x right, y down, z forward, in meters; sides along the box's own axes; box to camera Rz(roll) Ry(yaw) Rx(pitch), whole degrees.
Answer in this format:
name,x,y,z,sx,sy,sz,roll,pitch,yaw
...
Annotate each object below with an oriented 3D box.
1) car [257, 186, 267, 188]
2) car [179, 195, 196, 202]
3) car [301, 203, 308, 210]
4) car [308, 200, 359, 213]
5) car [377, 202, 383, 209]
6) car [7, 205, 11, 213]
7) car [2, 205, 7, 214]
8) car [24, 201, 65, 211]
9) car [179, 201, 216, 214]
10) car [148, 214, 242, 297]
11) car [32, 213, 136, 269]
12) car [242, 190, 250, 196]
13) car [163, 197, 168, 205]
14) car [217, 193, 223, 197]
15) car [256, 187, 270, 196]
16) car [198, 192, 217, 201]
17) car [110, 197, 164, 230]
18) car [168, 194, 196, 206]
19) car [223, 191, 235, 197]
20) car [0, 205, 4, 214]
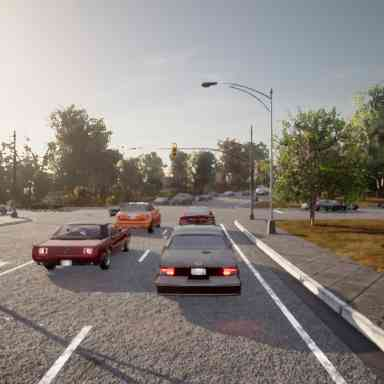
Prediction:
name,x,y,z,sx,sy,sz,roll,pitch,yaw
car,20.017,-0.763,93.188,2.150,2.045,5.566,0,3,38
car,-0.862,1.393,69.974,1.895,1.301,4.718,0,2,21
car,16.053,1.662,41.249,4.718,1.301,1.895,-1,0,4
car,16.123,1.646,37.739,4.718,1.301,1.895,-1,0,4
car,25.750,1.401,40.656,5.357,1.411,2.033,-2,0,3
car,-22.425,1.745,36.385,4.902,1.511,2.128,-1,0,2
car,-21.556,1.708,32.839,4.902,1.511,2.128,-1,0,4
car,-19.125,1.811,43.088,4.718,1.301,1.895,-1,0,6
car,0.330,1.518,18.539,1.882,1.535,5.008,0,0,2
car,0.144,1.558,8.792,2.033,1.411,5.357,0,0,0
car,-3.336,1.618,11.130,1.895,1.301,4.718,0,0,1
car,14.325,0.261,84.711,2.128,1.511,4.902,0,3,33
car,-5.233,1.644,56.951,1.812,1.442,4.674,0,1,16
car,4.965,0.675,82.479,2.033,1.411,5.357,0,3,28
car,17.866,0.264,83.786,1.895,1.301,4.718,0,3,33
car,2.862,1.286,69.850,2.033,1.411,5.357,0,2,21
car,-3.138,1.397,20.108,2.097,1.767,4.553,0,0,2
car,-1.665,1.328,56.753,2.150,2.045,5.566,0,1,17
car,9.126,0.525,82.751,1.812,1.442,4.674,0,3,28
car,-3.408,1.222,1.359,2.150,2.045,5.566,0,0,-1
